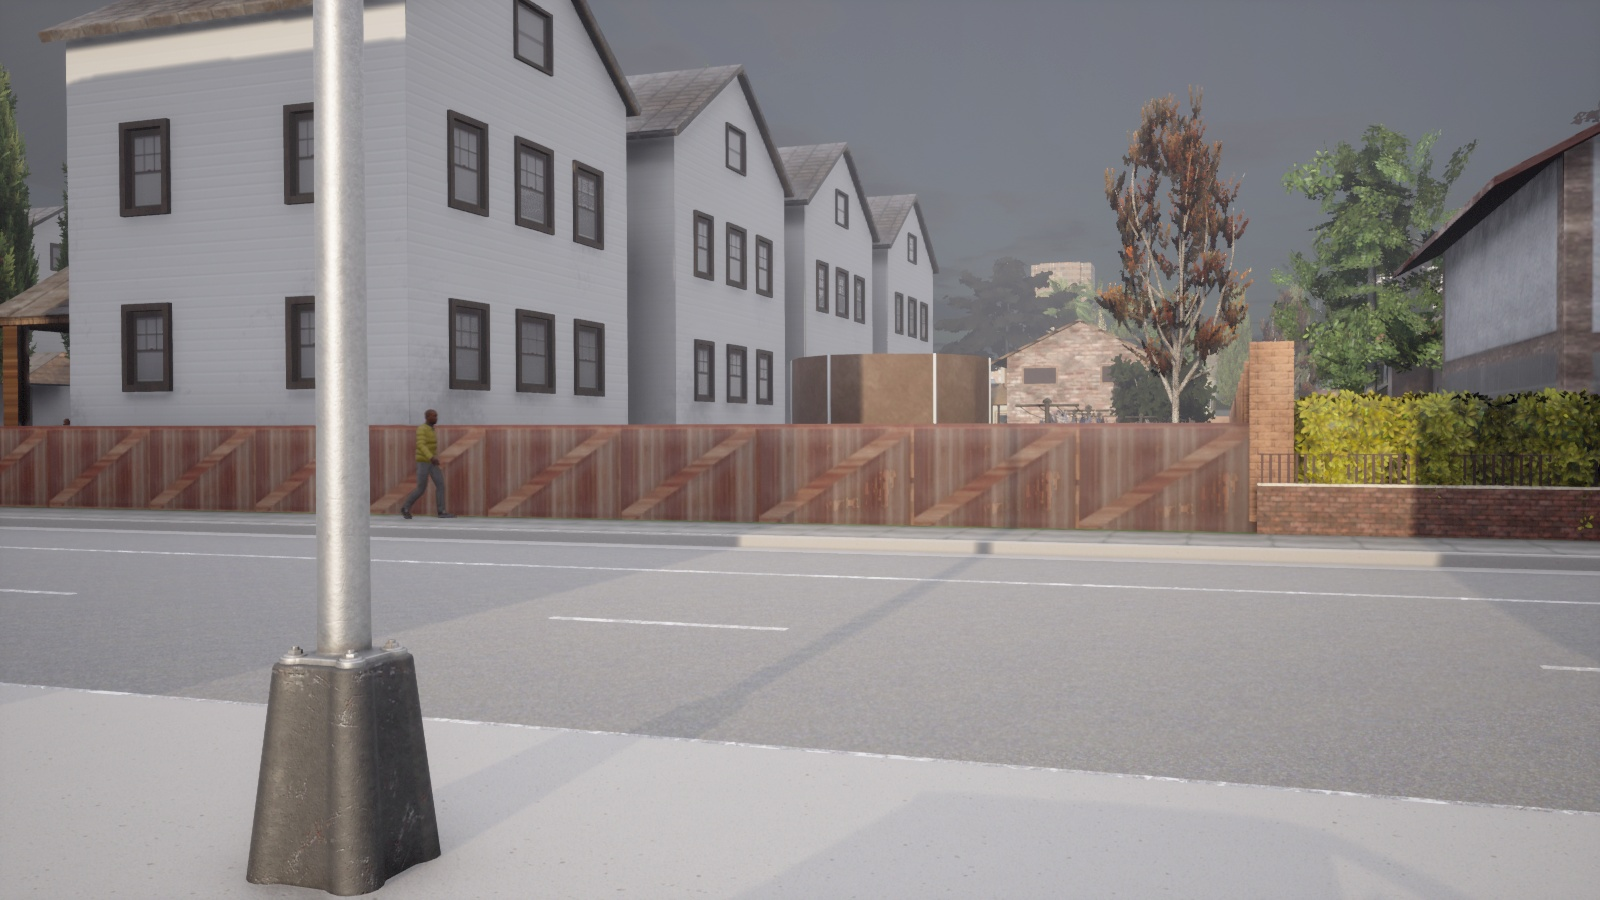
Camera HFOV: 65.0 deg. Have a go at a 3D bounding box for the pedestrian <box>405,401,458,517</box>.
[{"bbox_3d":[-5.926,0.136,20.196,0.726,1.835,0.370,1,1,19],"label":"pedestrian"}]
